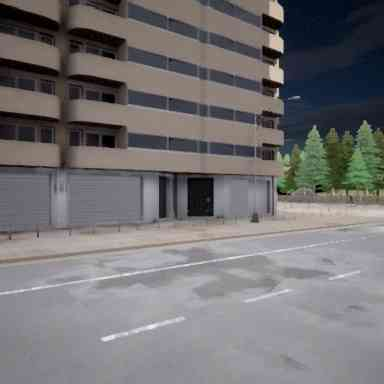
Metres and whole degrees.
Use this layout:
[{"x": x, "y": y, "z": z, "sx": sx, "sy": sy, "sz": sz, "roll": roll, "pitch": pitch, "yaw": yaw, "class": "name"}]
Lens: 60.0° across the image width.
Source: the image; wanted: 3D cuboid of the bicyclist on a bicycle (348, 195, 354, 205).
[{"x": 25.897, "y": 1.243, "z": 54.225, "sx": 1.656, "sy": 1.620, "sz": 0.582, "roll": 0, "pitch": 0, "yaw": -35, "class": "bicyclist on a bicycle"}]
